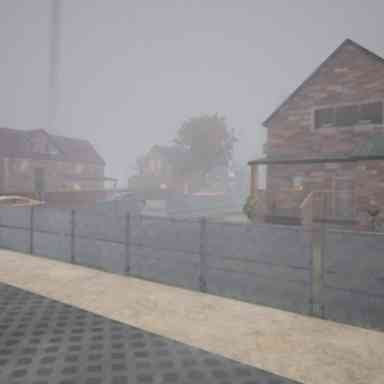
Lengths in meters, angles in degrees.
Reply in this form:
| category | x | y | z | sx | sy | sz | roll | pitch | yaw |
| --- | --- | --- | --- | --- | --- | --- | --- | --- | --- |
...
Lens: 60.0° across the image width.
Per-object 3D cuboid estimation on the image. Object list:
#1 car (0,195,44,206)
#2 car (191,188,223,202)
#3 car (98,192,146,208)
| category | x | y | z | sx | sy | sz | roll | pitch | yaw |
| --- | --- | --- | --- | --- | --- | --- | --- | --- | --- |
| car | -11.840 | 1.011 | 20.936 | 1.882 | 1.535 | 5.008 | 2 | 2 | 35 |
| car | 1.809 | 0.336 | 40.112 | 2.097 | 1.767 | 4.553 | 2 | 2 | 38 |
| car | -6.089 | 0.802 | 29.050 | 1.837 | 1.490 | 4.892 | 2 | 3 | 35 |
